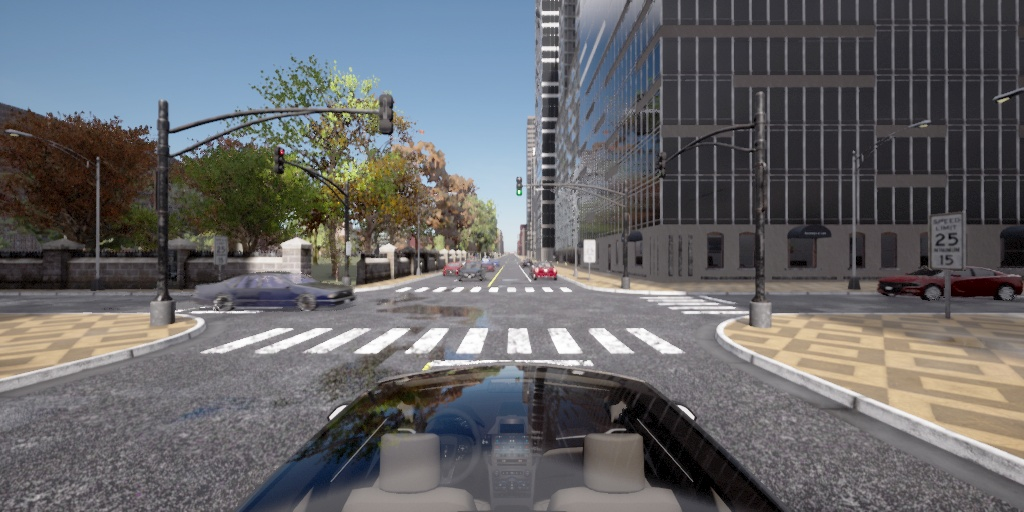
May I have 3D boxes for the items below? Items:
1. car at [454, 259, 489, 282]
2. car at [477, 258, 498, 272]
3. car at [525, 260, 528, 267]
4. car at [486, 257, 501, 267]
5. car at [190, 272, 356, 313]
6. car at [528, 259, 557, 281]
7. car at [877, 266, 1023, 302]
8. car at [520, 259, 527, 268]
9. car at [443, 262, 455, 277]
[{"bbox_3d":[-3.134,1.240,28.710,1.837,1.490,4.892,0,1,0],"label":"car"},{"bbox_3d":[-3.147,1.295,44.099,1.994,1.385,4.181,0,0,0],"label":"car"},{"bbox_3d":[2.645,1.301,35.772,1.948,1.339,4.313,0,0,0],"label":"car"},{"bbox_3d":[-3.085,1.246,63.144,1.812,1.442,4.674,0,0,0],"label":"car"},{"bbox_3d":[-8.855,1.309,13.516,5.357,1.411,2.033,0,0,1],"label":"car"},{"bbox_3d":[2.653,1.177,30.091,1.967,1.591,4.097,0,0,0],"label":"car"},{"bbox_3d":[19.403,1.163,16.046,5.008,1.535,1.882,0,0,1],"label":"car"},{"bbox_3d":[2.614,1.286,58.497,1.948,1.339,4.313,0,0,0],"label":"car"},{"bbox_3d":[-5.735,1.280,35.758,1.888,1.381,4.507,0,0,0],"label":"car"}]
